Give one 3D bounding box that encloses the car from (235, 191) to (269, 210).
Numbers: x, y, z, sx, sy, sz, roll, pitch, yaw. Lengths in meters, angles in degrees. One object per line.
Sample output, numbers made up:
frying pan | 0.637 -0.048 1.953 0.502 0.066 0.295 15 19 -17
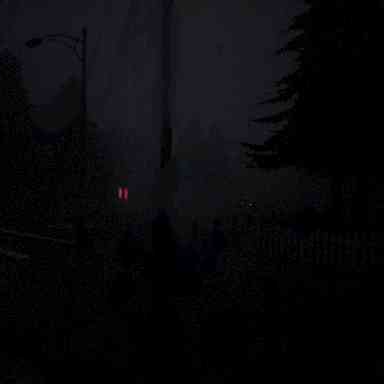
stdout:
car | 7.000 0.900 38.191 2.150 2.045 5.566 1 1 35
